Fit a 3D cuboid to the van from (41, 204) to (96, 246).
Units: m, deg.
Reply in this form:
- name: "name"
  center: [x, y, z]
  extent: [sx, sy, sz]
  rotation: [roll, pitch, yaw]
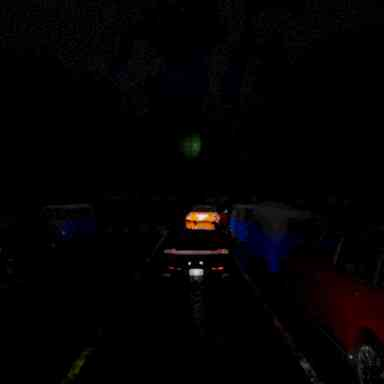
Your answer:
- name: "van"
  center: [-5.773, 1.471, 15.593]
  extent: [1.690, 1.788, 3.998]
  rotation: [0, 0, 0]

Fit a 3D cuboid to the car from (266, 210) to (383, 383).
- name: "car"
  center: [2.759, 1.355, 4.724]
  extent: [2.192, 1.841, 5.009]
  rotation: [0, 0, 0]

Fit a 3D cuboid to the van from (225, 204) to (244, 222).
- name: "van"
  center: [2.753, 1.471, 15.598]
  extent: [1.690, 1.788, 3.998]
  rotation: [0, 0, 0]

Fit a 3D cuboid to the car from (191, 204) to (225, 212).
- name: "car"
  center: [1.161, 1.536, 21.002]
  extent: [2.097, 1.767, 4.553]
  rotation: [0, -1, 16]

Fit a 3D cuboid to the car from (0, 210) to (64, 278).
- name: "car"
  center: [-5.769, 1.525, 10.155]
  extent: [1.967, 1.590, 4.097]
  rotation: [0, 0, 0]

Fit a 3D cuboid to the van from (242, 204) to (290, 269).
- name: "van"
  center: [2.756, 1.426, 10.161]
  extent: [1.690, 1.788, 3.998]
  rotation: [0, 0, 0]

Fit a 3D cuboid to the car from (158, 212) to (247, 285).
- name: "car"
  center: [0.097, 1.573, 9.754]
  extent: [2.128, 1.511, 4.902]
  rotation: [0, -1, 0]
